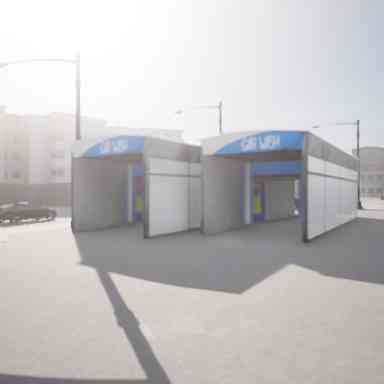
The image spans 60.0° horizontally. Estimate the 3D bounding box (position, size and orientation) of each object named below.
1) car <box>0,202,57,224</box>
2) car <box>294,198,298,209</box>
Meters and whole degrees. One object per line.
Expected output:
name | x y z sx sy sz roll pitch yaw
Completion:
car | -12.389 1.500 24.747 1.812 1.442 4.674 0 0 31
car | 11.661 1.156 43.048 5.566 2.045 2.150 0 0 -22
